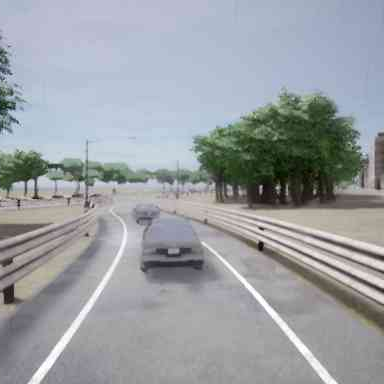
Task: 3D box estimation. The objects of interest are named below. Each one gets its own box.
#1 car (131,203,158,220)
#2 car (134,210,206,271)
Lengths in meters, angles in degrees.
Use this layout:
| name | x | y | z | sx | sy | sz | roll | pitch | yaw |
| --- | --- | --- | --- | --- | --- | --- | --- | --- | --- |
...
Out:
| name | x | y | z | sx | sy | sz | roll | pitch | yaw |
| --- | --- | --- | --- | --- | --- | --- | --- | --- | --- |
| car | -3.675 | 1.607 | 26.220 | 2.033 | 1.411 | 5.357 | 0 | 0 | -15 |
| car | -0.745 | 1.570 | 11.034 | 2.033 | 1.411 | 5.357 | 0 | 0 | -6 |
